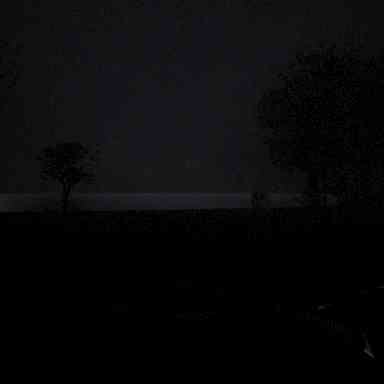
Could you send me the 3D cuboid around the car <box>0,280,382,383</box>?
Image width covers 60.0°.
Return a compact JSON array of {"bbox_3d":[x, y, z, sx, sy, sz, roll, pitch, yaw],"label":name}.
[{"bbox_3d":[-0.261,1.563,2.766,4.181,1.385,1.994,0,0,-36],"label":"car"}]
